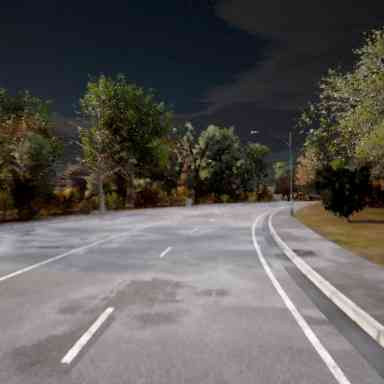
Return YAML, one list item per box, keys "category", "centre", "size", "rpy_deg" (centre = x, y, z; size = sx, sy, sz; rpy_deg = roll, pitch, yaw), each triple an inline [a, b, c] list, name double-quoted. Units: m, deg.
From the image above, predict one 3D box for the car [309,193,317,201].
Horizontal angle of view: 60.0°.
- category: "car"
  centre: [30.904, 1.212, 82.426]
  size: [2.150, 2.045, 5.566]
  rpy_deg: [-3, -3, 44]
